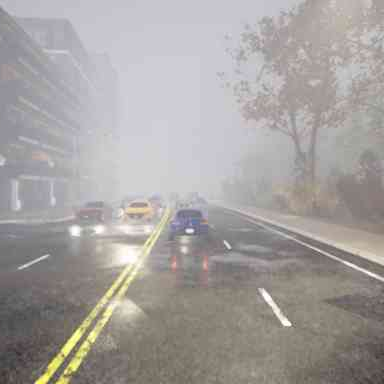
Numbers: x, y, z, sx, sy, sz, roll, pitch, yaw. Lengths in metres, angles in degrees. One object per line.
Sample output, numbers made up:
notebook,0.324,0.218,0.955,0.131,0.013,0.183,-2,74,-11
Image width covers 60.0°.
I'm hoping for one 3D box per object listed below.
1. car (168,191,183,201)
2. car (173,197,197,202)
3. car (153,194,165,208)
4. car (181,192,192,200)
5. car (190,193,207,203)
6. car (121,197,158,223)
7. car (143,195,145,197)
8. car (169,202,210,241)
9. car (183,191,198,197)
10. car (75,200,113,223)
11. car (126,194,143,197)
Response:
car,-3.847,0.870,71.566,2.150,2.045,5.566,0,0,-6
car,-0.837,1.439,34.376,1.895,1.301,4.718,0,0,-3
car,-4.802,1.322,43.292,1.812,1.442,4.674,0,0,-4
car,-1.385,0.955,78.898,2.097,1.767,4.553,0,0,-7
car,1.178,1.301,53.312,1.994,1.385,4.181,0,0,-4
car,-3.867,1.365,24.836,1.882,1.535,5.008,0,0,-2
car,-9.357,1.200,60.773,2.128,1.511,4.902,0,0,-5
car,-0.142,1.451,16.248,1.812,1.442,4.674,0,0,-1
car,0.116,0.899,64.649,2.150,2.045,5.566,0,0,-6
car,-7.108,1.367,24.519,1.882,1.535,5.008,0,0,-2
car,-8.061,1.290,43.333,2.128,1.511,4.902,0,0,-4
